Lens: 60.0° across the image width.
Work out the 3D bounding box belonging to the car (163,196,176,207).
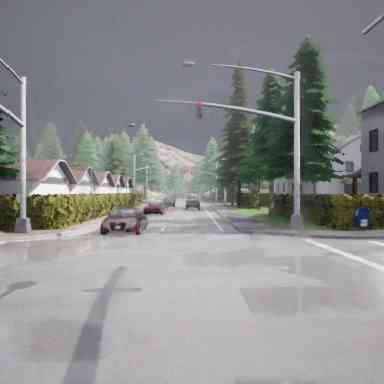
[{"bbox_3d":[-3.501,1.430,49.612,2.097,1.767,4.553,0,0,0],"label":"car"}]

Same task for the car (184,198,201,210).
[{"bbox_3d":[0.100,1.518,43.303,1.837,1.490,4.892,0,0,0],"label":"car"}]

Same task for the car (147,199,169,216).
[{"bbox_3d":[-3.562,1.610,32.207,1.895,1.301,4.718,0,0,0],"label":"car"}]

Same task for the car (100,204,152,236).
[{"bbox_3d":[-3.589,1.557,18.097,1.994,1.385,4.181,0,-1,0],"label":"car"}]
